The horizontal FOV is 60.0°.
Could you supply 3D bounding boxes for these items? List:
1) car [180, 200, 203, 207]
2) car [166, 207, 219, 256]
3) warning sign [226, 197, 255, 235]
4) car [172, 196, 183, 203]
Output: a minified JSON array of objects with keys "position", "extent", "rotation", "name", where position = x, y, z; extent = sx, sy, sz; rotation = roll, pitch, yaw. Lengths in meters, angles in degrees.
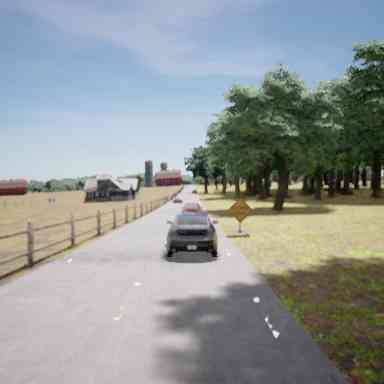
[{"position":[0.022,1.667,28.886],"extent":[1.812,1.442,4.674],"rotation":[0,0,0],"name":"car"},{"position":[0.017,1.587,13.487],"extent":[1.837,1.490,4.892],"rotation":[0,0,0],"name":"car"},{"position":[2.469,1.211,17.040],"extent":[1.300,1.860,1.060],"rotation":[1,1,0],"name":"warning sign"},{"position":[-2.765,1.452,64.451],"extent":[1.895,1.301,4.718],"rotation":[0,1,1],"name":"car"}]
